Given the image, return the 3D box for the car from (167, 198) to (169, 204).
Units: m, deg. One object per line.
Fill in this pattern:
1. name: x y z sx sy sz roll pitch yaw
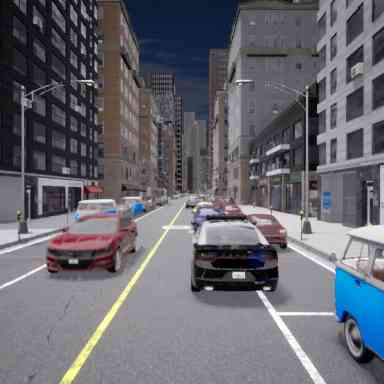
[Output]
1. car: -5.526 1.592 58.339 1.802 1.307 4.206 0 0 0

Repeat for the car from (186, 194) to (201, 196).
1. car: 0.147 1.536 59.331 1.812 1.442 4.674 0 0 0

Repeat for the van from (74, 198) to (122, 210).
1. van: -5.622 1.341 19.831 1.690 1.788 3.998 0 0 0

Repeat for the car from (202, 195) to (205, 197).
1. car: 2.986 1.558 52.817 2.008 1.369 4.403 0 0 0

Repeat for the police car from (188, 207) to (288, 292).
1. police car: 0.922 1.425 9.097 1.930 1.638 5.238 0 0 0

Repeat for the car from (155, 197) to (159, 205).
1. car: -5.566 1.585 41.835 1.802 1.307 4.206 0 0 0

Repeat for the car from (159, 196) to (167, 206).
1. car: -5.539 1.573 52.838 1.947 1.339 4.313 0 0 0

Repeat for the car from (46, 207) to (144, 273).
1. car: -2.974 1.477 10.858 1.882 1.535 5.008 0 0 0

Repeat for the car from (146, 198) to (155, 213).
1. car: -5.580 1.568 36.334 1.947 1.339 4.313 0 0 0

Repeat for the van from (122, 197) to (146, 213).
1. van: -5.594 1.342 30.832 1.690 1.788 3.998 0 0 0

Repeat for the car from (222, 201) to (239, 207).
1. car: 2.918 1.582 25.309 1.802 1.307 4.206 0 0 0

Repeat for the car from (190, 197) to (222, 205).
1. car: 0.961 1.456 25.178 1.801 1.575 5.366 0 0 0

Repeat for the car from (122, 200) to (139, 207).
1. car: -5.608 1.551 25.331 2.008 1.369 4.403 0 0 0

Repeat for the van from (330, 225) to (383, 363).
1. van: 2.863 1.341 3.304 1.690 1.788 3.998 0 0 0

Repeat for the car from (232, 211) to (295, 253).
1. car: 2.891 1.582 14.307 1.802 1.307 4.206 0 0 0

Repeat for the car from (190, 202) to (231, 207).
1. car: 0.946 1.526 18.987 1.812 1.442 4.674 0 0 0

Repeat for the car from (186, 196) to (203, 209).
1. car: 0.132 1.569 45.938 1.994 1.385 4.181 0 0 0

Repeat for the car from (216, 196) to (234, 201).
1. car: 2.931 1.316 30.811 2.192 1.841 5.009 0 0 0

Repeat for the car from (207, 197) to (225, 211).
1. car: 2.959 1.444 41.814 1.967 1.590 4.097 0 0 0
